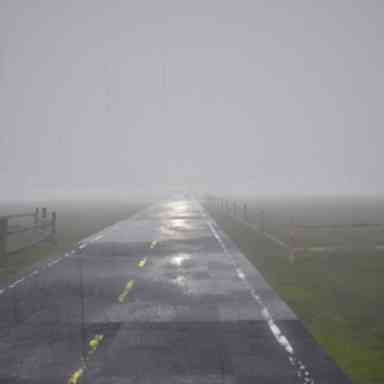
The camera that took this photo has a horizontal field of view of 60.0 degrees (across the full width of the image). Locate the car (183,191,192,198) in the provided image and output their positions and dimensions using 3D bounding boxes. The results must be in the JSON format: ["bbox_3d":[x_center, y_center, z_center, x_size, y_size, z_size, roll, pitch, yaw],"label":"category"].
[{"bbox_3d":[-1.161,0.680,78.100,2.128,1.511,4.902,-1,1,-1],"label":"car"}]

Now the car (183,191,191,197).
[{"bbox_3d":[-1.320,0.444,88.517,2.128,1.511,4.902,-1,1,-1],"label":"car"}]
